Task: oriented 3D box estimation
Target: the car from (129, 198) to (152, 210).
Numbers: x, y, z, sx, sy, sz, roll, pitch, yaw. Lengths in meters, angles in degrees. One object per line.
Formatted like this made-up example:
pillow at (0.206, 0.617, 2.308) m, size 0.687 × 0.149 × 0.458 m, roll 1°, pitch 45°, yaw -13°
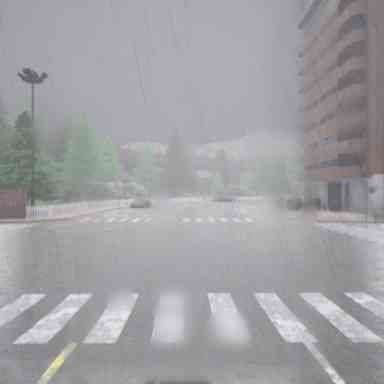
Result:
car at (-6.523, 1.508, 42.377) m, size 1.837 × 1.490 × 4.892 m, roll -2°, pitch 0°, yaw 8°

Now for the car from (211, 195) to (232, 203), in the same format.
car at (5.737, 1.427, 64.498) m, size 4.902 × 1.511 × 2.128 m, roll 0°, pitch 0°, yaw -41°
